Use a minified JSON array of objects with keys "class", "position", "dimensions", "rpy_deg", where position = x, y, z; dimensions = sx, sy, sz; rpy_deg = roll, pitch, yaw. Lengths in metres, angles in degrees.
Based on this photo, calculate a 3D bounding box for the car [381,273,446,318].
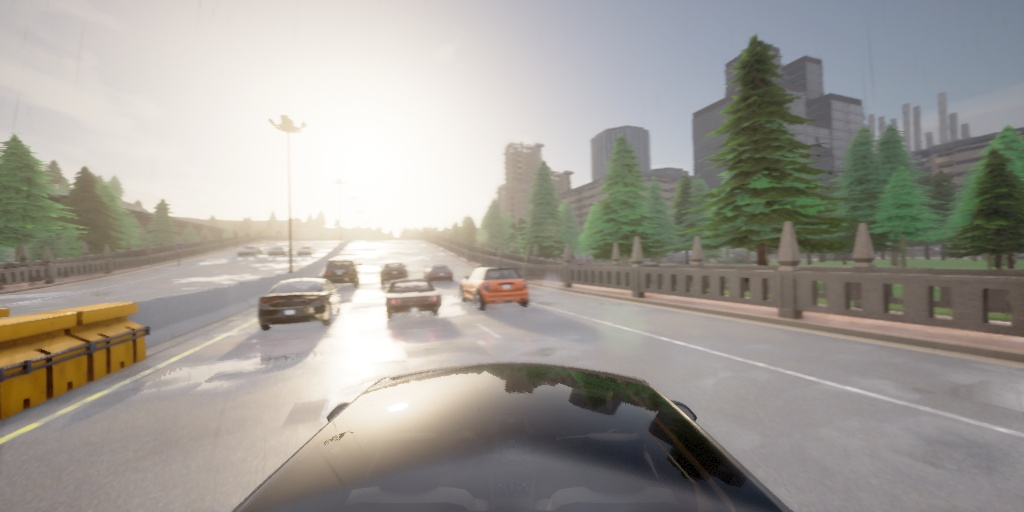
[{"class":"car","position":[-4.034,1.557,14.157],"dimensions":[1.895,1.301,4.718],"rpy_deg":[-1,0,-20]}]

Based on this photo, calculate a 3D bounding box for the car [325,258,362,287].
[{"class":"car","position":[-12.315,1.143,26.256],"dimensions":[2.150,2.045,5.566],"rpy_deg":[-1,3,-20]}]

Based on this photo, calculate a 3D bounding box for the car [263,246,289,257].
[{"class":"car","position":[-32.611,-0.688,50.166],"dimensions":[1.994,1.385,4.181],"rpy_deg":[-1,6,-20]}]

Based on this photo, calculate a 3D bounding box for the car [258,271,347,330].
[{"class":"car","position":[-7.194,1.498,12.597],"dimensions":[1.882,1.535,5.008],"rpy_deg":[-1,-1,-20]}]

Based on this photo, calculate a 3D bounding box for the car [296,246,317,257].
[{"class":"car","position":[-29.316,-0.770,51.356],"dimensions":[2.033,1.411,5.357],"rpy_deg":[-1,6,-20]}]

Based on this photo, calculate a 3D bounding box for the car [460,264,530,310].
[{"class":"car","position":[-0.931,1.246,15.857],"dimensions":[2.097,1.767,4.553],"rpy_deg":[-1,-1,-20]}]

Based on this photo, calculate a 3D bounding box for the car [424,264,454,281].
[{"class":"car","position":[-6.134,1.305,29.761],"dimensions":[1.994,1.385,4.181],"rpy_deg":[-1,3,-20]}]

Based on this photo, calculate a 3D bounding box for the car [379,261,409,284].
[{"class":"car","position":[-9.432,1.158,28.581],"dimensions":[2.097,1.767,4.553],"rpy_deg":[-1,3,-20]}]

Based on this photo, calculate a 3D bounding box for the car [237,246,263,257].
[{"class":"car","position":[-36.172,-0.720,49.746],"dimensions":[2.033,1.411,5.357],"rpy_deg":[-1,6,-20]}]
